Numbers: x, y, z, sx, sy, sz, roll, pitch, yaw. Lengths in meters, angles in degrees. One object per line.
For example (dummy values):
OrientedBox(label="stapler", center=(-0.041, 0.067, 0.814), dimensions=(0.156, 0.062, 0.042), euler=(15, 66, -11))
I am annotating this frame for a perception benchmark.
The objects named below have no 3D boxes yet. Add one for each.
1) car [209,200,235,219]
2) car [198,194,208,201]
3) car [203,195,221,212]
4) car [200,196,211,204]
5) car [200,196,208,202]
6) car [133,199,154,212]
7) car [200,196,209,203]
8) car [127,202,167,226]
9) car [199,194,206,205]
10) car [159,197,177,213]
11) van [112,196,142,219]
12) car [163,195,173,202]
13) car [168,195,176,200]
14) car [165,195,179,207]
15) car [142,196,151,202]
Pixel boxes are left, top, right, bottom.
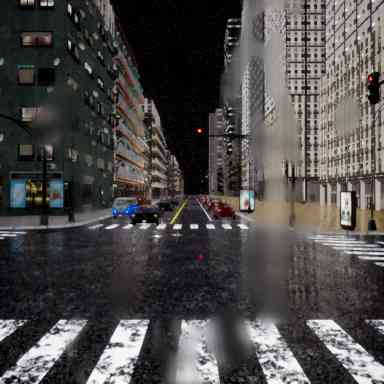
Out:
OrientedBox(label="car", center=(2.711, 1.592, 28.448), dimensions=(1.802, 1.307, 4.206), euler=(0, 0, 0))
OrientedBox(label="car", center=(2.737, 1.376, 83.725), dimensions=(2.192, 1.841, 5.009), euler=(0, 0, 0))
OrientedBox(label="car", center=(2.717, 1.457, 39.504), dimensions=(1.967, 1.590, 4.097), euler=(0, 0, 0))
OrientedBox(label="car", center=(2.728, 1.592, 67.142), dimensions=(2.008, 1.369, 4.403), euler=(0, 0, 0))
OrientedBox(label="car", center=(2.733, 1.636, 78.197), dimensions=(1.802, 1.307, 4.206), euler=(0, 0, 0))
OrientedBox(label="car", center=(-5.665, 1.561, 39.509), dimensions=(1.887, 1.381, 4.507), euler=(0, 0, 0))
OrientedBox(label="car", center=(2.731, 1.592, 72.670), dimensions=(1.887, 1.381, 4.507), euler=(0, 0, 0))
OrientedBox(label="car", center=(-3.088, 1.609, 23.755), dimensions=(1.895, 1.301, 4.718), euler=(0, 0, 0))
OrientedBox(label="car", center=(2.724, 1.469, 56.087), dimensions=(1.967, 1.590, 4.097), euler=(0, 0, 0))
OrientedBox(label="car", center=(-3.081, 1.579, 37.288), dimensions=(1.994, 1.385, 4.181), euler=(0, 0, 0))
OrientedBox(label="van", center=(-5.669, 1.352, 28.454), dimensions=(1.690, 1.788, 3.998), euler=(0, 0, 0))
OrientedBox(label="car", center=(-5.647, 1.494, 78.202), dimensions=(1.967, 1.590, 4.097), euler=(0, 0, 0))
OrientedBox(label="car", center=(-5.640, 1.643, 94.785), dimensions=(1.947, 1.339, 4.313), euler=(0, 0, 0))
OrientedBox(label="car", center=(-3.058, 1.591, 52.669), dimensions=(1.994, 1.385, 4.181), euler=(0, 0, 0))
OrientedBox(label="car", center=(-5.666, 1.329, 33.981), dimensions=(2.192, 1.841, 5.009), euler=(0, 0, 0))
